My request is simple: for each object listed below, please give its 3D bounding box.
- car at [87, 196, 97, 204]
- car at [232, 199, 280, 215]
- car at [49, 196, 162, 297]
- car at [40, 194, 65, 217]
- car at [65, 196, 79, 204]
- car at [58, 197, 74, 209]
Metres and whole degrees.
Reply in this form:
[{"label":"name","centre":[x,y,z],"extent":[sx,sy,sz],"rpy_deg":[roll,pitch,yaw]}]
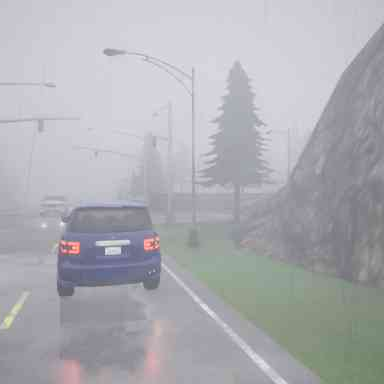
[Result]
[{"label":"car","centre":[-19.446,1.526,64.551],"extent":[1.812,1.442,4.674],"rpy_deg":[0,0,-17]},{"label":"car","centre":[6.403,1.505,33.334],"extent":[4.892,1.490,1.837],"rpy_deg":[0,0,-18]},{"label":"car","centre":[-2.280,1.221,8.946],"extent":[2.150,2.045,5.566],"rpy_deg":[0,0,-17]},{"label":"car","centre":[-13.286,1.222,32.300],"extent":[2.150,2.045,5.566],"rpy_deg":[0,0,-17]},{"label":"car","centre":[-22.615,1.492,62.848],"extent":[2.128,1.511,4.902],"rpy_deg":[0,0,-17]},{"label":"car","centre":[-17.769,1.525,46.930],"extent":[1.812,1.442,4.674],"rpy_deg":[0,0,-17]}]
